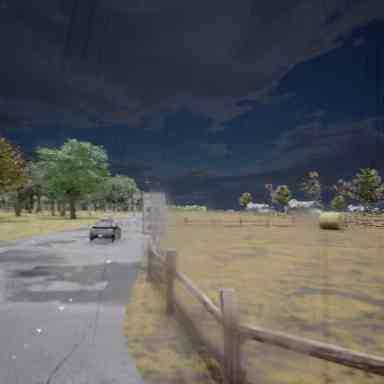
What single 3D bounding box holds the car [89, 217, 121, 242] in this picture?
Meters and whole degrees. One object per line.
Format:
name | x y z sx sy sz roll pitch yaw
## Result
car | -6.572 2.964 25.422 2.128 1.511 4.902 1 -3 -6
